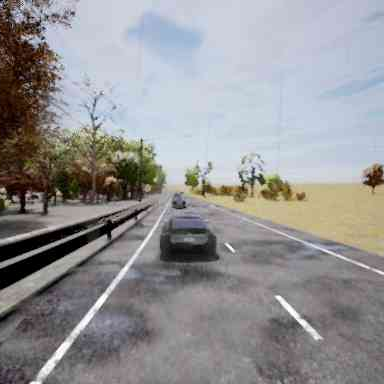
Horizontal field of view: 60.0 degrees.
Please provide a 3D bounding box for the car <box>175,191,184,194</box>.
[{"bbox_3d":[-3.406,1.204,79.477,2.097,1.767,4.553,0,0,-3],"label":"car"}]

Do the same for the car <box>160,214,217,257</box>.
[{"bbox_3d":[-0.202,1.550,13.003,1.994,1.385,4.181,0,0,-3],"label":"car"}]

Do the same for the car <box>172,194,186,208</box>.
[{"bbox_3d":[-1.819,1.416,46.536,2.128,1.511,4.902,0,0,-3],"label":"car"}]
